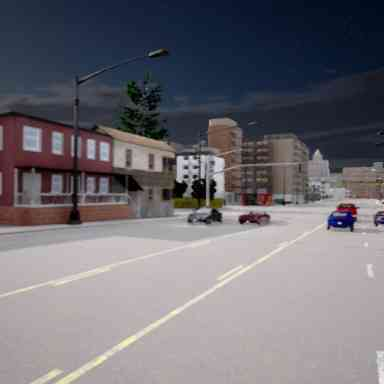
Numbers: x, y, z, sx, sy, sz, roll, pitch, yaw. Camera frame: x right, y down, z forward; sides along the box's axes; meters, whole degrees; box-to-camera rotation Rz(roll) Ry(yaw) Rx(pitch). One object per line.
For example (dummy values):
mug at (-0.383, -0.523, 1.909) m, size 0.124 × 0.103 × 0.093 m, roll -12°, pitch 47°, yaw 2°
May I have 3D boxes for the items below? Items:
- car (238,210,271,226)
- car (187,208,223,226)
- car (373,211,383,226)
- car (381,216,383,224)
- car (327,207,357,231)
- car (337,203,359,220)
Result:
car at (5.744, 2.314, 30.241) m, size 1.895 × 1.301 × 4.718 m, roll 1°, pitch -2°, yaw 27°
car at (1.289, 2.117, 29.221) m, size 1.812 × 1.442 × 4.674 m, roll 1°, pitch -2°, yaw 27°
car at (18.523, 2.534, 31.862) m, size 2.033 × 1.411 × 5.357 m, roll 0°, pitch -1°, yaw 27°
car at (10.644, 2.048, 16.317) m, size 1.895 × 1.301 × 4.718 m, roll 1°, pitch -2°, yaw 26°
car at (12.227, 2.254, 27.184) m, size 1.882 × 1.535 × 5.008 m, roll 1°, pitch -1°, yaw 27°
car at (17.806, 2.280, 38.191) m, size 2.150 × 2.045 × 5.566 m, roll 1°, pitch 0°, yaw 27°
